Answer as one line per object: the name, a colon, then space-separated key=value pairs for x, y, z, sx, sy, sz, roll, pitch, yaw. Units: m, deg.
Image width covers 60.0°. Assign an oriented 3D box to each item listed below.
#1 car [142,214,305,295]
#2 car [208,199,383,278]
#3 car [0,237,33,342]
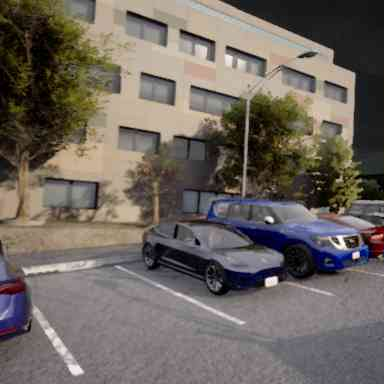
car: x=0.344 y=1.541 z=9.179 sx=2.163 sy=1.488 sz=4.792 roll=0 pitch=0 yaw=-36
car: x=2.619 y=1.276 z=10.804 sx=2.435 sy=2.045 sz=5.566 roll=0 pitch=0 yaw=-36
car: x=-4.237 y=1.509 z=5.980 sx=2.163 sy=1.488 sz=4.792 roll=0 pitch=0 yaw=-36
